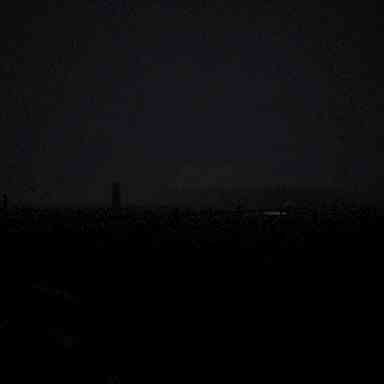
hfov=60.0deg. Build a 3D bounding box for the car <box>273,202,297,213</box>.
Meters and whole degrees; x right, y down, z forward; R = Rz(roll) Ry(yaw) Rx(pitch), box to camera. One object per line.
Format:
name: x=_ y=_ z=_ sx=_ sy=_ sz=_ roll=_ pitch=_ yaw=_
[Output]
car: x=13.119 y=2.087 z=46.546 sx=1.812 sy=1.442 sz=4.674 roll=-1 pitch=-1 yaw=44
